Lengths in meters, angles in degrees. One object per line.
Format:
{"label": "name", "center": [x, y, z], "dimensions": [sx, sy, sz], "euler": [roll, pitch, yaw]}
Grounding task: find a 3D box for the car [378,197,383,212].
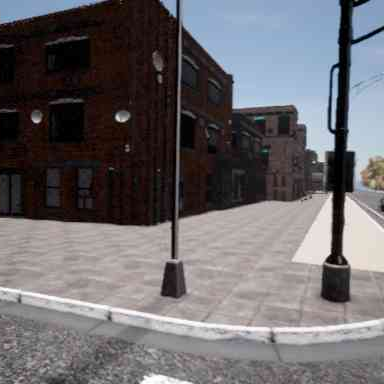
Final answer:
{"label": "car", "center": [17.862, 1.058, 29.745], "dimensions": [1.994, 1.385, 4.181], "euler": [2, 2, 24]}
